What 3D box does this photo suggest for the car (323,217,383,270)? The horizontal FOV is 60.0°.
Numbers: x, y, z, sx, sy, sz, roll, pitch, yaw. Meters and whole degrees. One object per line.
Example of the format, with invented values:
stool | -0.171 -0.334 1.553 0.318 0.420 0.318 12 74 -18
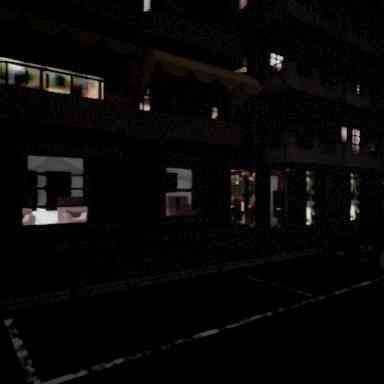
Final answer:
car | 6.130 1.523 10.926 4.507 1.381 1.887 0 0 -35
